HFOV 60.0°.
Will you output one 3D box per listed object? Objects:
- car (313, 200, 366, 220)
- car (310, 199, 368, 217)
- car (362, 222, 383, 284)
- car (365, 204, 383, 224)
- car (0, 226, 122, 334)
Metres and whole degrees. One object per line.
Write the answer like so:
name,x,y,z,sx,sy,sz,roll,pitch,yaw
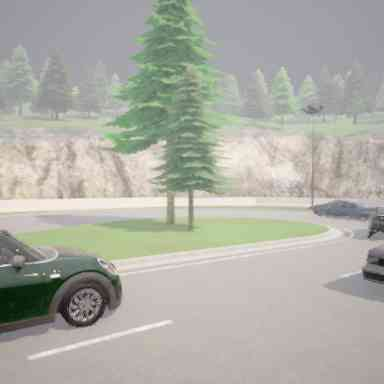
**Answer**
car,12.792,1.474,27.371,2.033,1.411,5.357,0,0,-31
car,13.760,1.441,31.360,1.812,1.442,4.674,1,0,-38
car,6.305,1.527,8.141,5.357,1.411,2.033,0,0,-35
car,10.156,1.460,17.210,1.837,1.490,4.892,2,1,28
car,-3.479,1.332,5.435,4.553,1.767,2.097,0,0,-36
